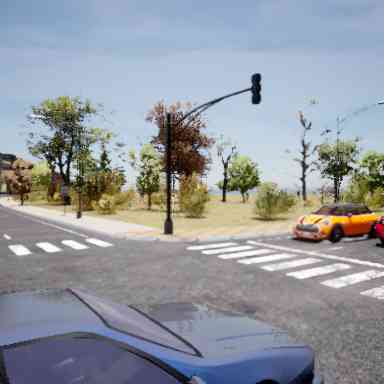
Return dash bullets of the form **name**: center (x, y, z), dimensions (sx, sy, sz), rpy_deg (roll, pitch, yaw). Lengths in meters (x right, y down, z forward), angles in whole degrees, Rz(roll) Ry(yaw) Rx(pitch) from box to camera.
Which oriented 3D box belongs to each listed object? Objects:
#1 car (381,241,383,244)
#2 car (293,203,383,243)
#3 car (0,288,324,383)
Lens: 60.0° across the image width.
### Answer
- **car**: center (10.386, 1.249, 14.497), dimensions (5.566, 2.045, 2.150), rpy_deg (0, 0, -33)
- **car**: center (7.076, 1.373, 16.269), dimensions (4.553, 1.767, 2.097), rpy_deg (0, 0, -31)
- **car**: center (-1.326, 1.545, 2.460), dimensions (5.357, 1.411, 2.033), rpy_deg (0, 0, -35)
